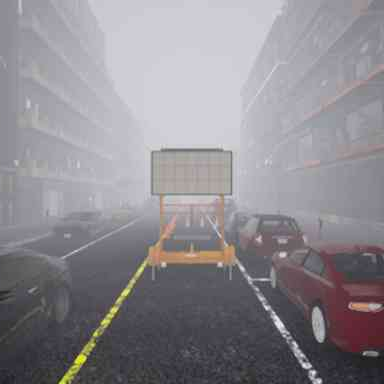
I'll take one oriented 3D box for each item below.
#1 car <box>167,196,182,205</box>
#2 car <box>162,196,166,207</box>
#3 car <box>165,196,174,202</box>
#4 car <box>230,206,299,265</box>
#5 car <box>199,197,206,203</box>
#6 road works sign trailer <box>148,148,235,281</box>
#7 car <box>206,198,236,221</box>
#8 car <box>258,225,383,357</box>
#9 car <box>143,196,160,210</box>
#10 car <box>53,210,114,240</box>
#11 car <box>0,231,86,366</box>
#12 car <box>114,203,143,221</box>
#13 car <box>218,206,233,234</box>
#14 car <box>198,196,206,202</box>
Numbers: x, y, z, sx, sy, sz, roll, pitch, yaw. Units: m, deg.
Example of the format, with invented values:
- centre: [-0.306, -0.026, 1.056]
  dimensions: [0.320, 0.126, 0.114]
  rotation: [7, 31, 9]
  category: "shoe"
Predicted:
- centre: [-3.024, 1.753, 64.214]
  dimensions: [2.128, 1.511, 4.902]
  rotation: [0, 0, 0]
  category: "car"
- centre: [-5.707, 1.526, 51.255]
  dimensions: [2.192, 1.841, 5.009]
  rotation: [0, 0, 0]
  category: "car"
- centre: [-5.720, 1.781, 85.071]
  dimensions: [1.967, 1.590, 4.097]
  rotation: [0, 0, 0]
  category: "car"
- centre: [2.687, 1.491, 11.799]
  dimensions: [1.967, 1.590, 4.097]
  rotation: [0, 0, 0]
  category: "car"
- centre: [2.663, 1.845, 79.604]
  dimensions: [1.752, 1.417, 4.829]
  rotation: [0, 0, 0]
  category: "car"
- centre: [-0.004, 0.508, 9.934]
  dimensions: [2.380, 3.560, 2.880]
  rotation: [0, 0, 0]
  category: "road works sign trailer"
- centre: [2.682, 1.436, 28.708]
  dimensions: [2.192, 1.841, 5.009]
  rotation: [0, 0, 0]
  category: "car"
- centre: [2.690, 1.572, 6.161]
  dimensions: [1.887, 1.381, 4.507]
  rotation: [0, 0, 0]
  category: "car"
- centre: [-5.706, 1.629, 45.618]
  dimensions: [1.967, 1.590, 4.097]
  rotation: [0, 0, 0]
  category: "car"
- centre: [-5.696, 1.641, 17.434]
  dimensions: [1.947, 1.339, 4.313]
  rotation: [0, 0, 0]
  category: "car"
- centre: [-3.102, 1.545, 4.392]
  dimensions: [1.812, 1.442, 4.674]
  rotation: [0, 0, 0]
  category: "car"
- centre: [-5.699, 1.646, 28.537]
  dimensions: [1.752, 1.417, 4.829]
  rotation: [0, 0, 0]
  category: "car"
- centre: [2.686, 1.626, 17.434]
  dimensions: [2.008, 1.369, 4.403]
  rotation: [0, 0, 0]
  category: "car"
- centre: [2.659, 1.906, 90.707]
  dimensions: [1.887, 1.381, 4.507]
  rotation: [0, 0, 0]
  category: "car"
